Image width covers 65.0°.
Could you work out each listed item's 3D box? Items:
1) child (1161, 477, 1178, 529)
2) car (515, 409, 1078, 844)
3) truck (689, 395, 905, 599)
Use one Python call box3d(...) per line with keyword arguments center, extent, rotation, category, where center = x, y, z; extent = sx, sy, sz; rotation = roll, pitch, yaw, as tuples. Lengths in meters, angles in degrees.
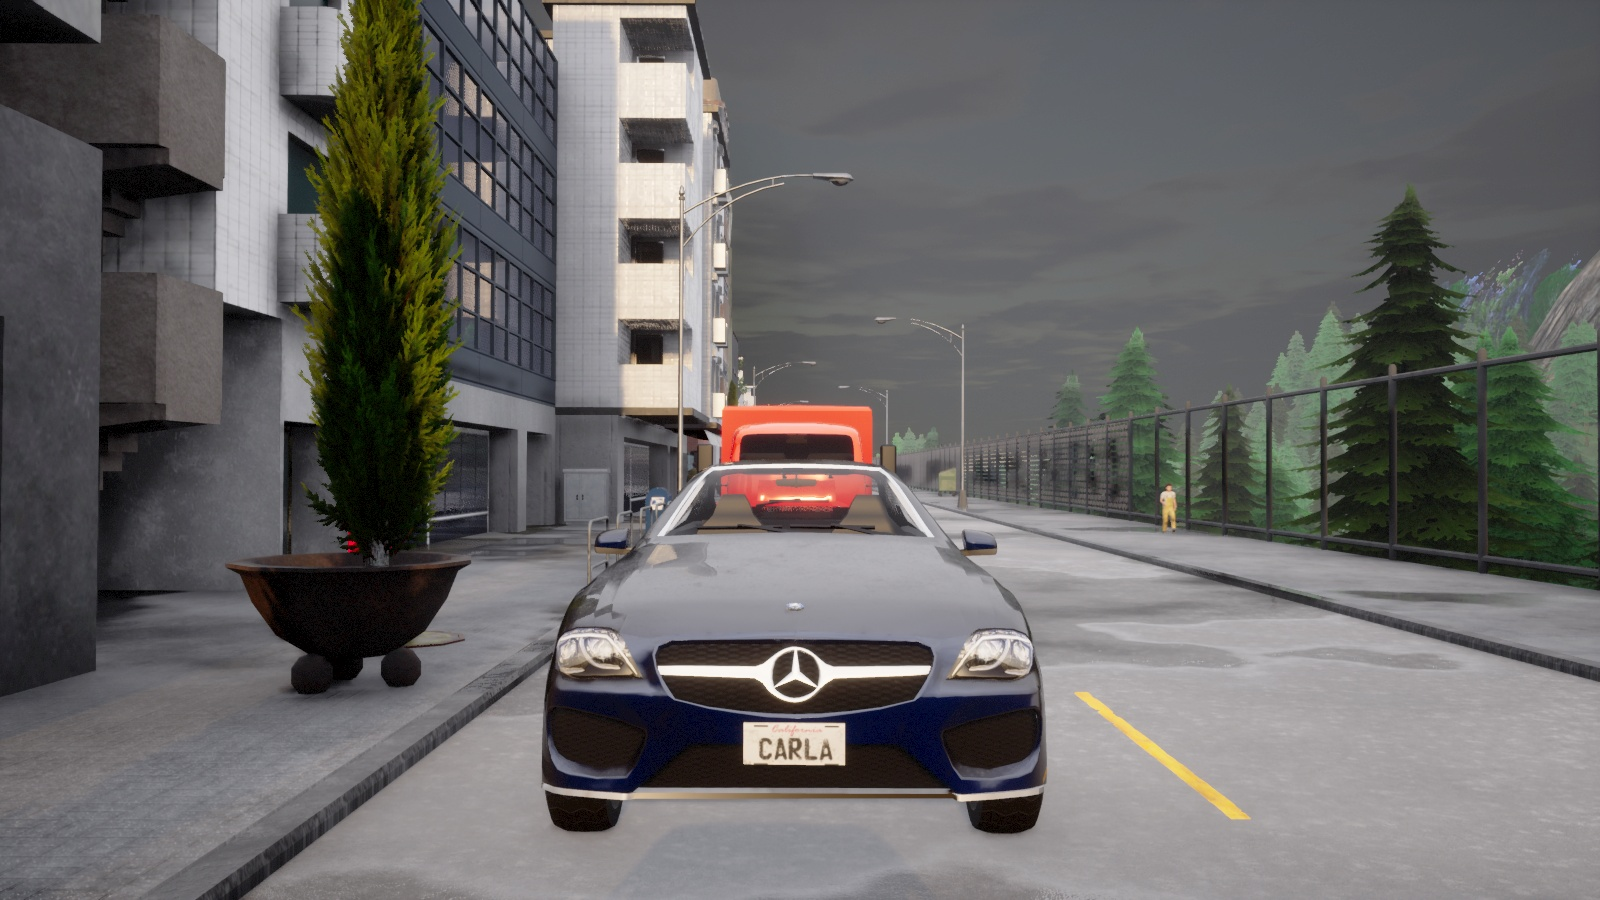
box3d(center=(8.920, 1.277, 30.335), extent=(0.270, 1.263, 0.437), rotation=(0, -1, 2), category="child")
box3d(center=(-0.018, 0.716, 7.321), extent=(2.152, 1.651, 5.027), rotation=(0, -1, 0), category="car")
box3d(center=(-0.046, 0.633, 17.868), extent=(2.627, 2.467, 5.204), rotation=(0, -1, 0), category="truck")
